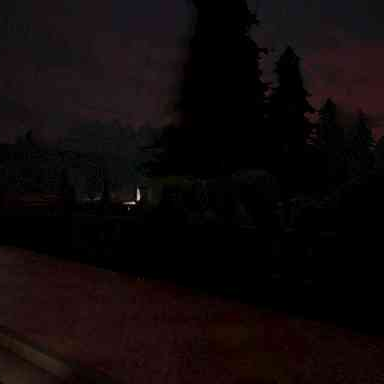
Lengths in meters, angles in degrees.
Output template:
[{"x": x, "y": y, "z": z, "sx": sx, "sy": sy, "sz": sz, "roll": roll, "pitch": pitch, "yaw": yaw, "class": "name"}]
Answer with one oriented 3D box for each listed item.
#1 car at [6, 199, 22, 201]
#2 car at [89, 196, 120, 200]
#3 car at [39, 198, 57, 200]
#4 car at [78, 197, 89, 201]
[{"x": -25.029, "y": 1.601, "z": 45.955, "sx": 1.895, "sy": 1.301, "sz": 4.718, "roll": 0, "pitch": 0, "yaw": 36, "class": "car"}, {"x": -14.028, "y": 1.366, "z": 55.284, "sx": 2.128, "sy": 1.511, "sz": 4.902, "roll": 0, "pitch": 2, "yaw": 36, "class": "car"}, {"x": -20.454, "y": 1.526, "z": 46.320, "sx": 1.812, "sy": 1.442, "sz": 4.674, "roll": 0, "pitch": 0, "yaw": 36, "class": "car"}, {"x": -17.272, "y": 1.419, "z": 56.765, "sx": 1.812, "sy": 1.442, "sz": 4.674, "roll": 0, "pitch": 2, "yaw": 35, "class": "car"}]
